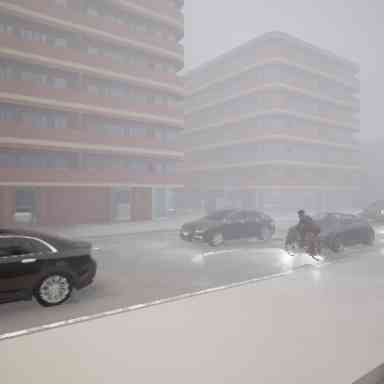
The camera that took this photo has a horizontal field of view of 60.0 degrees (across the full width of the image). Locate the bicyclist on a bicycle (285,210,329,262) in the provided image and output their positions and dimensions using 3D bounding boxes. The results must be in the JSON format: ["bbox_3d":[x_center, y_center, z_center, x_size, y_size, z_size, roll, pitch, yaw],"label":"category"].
[{"bbox_3d":[3.732,1.415,10.918,0.582,1.620,1.656,0,-1,-36],"label":"bicyclist on a bicycle"}]

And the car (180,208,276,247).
[{"bbox_3d":[1.712,1.505,15.160,4.892,1.490,1.837,0,0,-35],"label":"car"}]

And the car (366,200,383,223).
[{"bbox_3d":[13.956,1.351,23.998,4.553,1.767,2.097,0,0,-36],"label":"car"}]

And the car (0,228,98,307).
[{"bbox_3d":[-4.335,1.507,6.412,4.892,1.490,1.837,1,0,-36],"label":"car"}]

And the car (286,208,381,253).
[{"bbox_3d":[5.800,1.561,13.817,4.181,1.385,1.994,0,0,-38],"label":"car"}]
